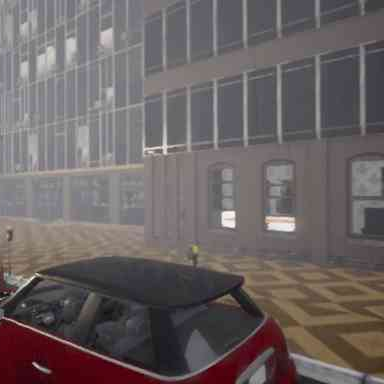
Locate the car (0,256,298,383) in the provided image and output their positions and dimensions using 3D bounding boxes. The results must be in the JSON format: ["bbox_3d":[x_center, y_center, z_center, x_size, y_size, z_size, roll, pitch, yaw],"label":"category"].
[{"bbox_3d":[-1.082,1.453,3.649,4.097,1.590,1.967,0,0,36],"label":"car"}]
